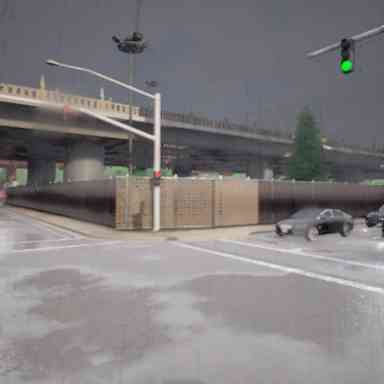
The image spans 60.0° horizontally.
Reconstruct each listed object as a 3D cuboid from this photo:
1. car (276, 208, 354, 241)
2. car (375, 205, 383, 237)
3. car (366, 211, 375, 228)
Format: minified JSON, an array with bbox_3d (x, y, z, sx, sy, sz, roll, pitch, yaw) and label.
[{"bbox_3d":[6.394,1.579,17.151,4.902,1.511,2.128,1,0,-35],"label":"car"},{"bbox_3d":[11.324,1.463,16.349,4.553,1.767,2.097,1,0,-35],"label":"car"},{"bbox_3d":[13.645,1.504,22.307,4.553,1.767,2.097,1,0,-35],"label":"car"}]
